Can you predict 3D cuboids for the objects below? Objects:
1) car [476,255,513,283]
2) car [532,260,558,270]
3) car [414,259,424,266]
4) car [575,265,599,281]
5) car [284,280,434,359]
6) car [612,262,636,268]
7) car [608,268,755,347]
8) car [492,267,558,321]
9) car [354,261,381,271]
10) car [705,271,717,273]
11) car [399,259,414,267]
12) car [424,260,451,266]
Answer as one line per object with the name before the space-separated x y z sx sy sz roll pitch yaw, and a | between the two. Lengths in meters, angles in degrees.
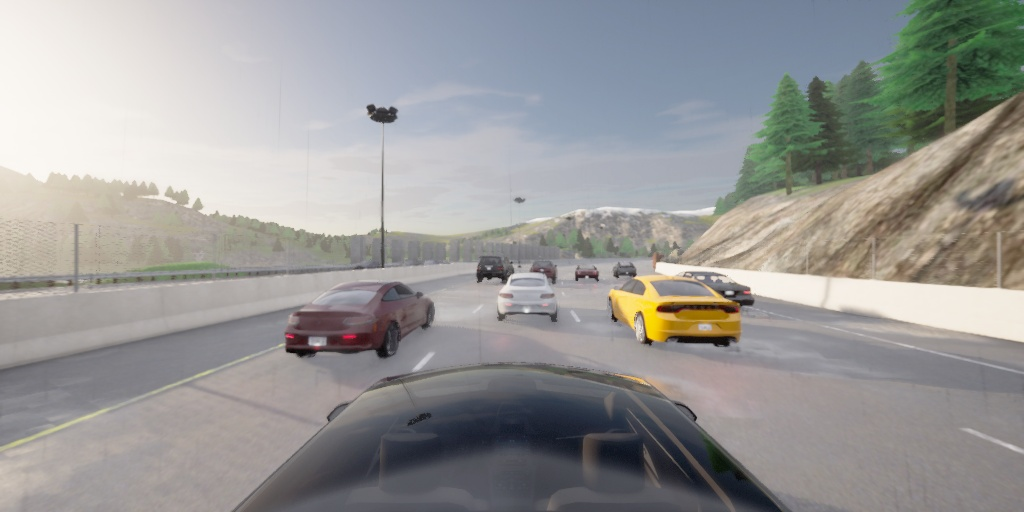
car | -1.219 0.981 27.917 2.150 2.045 5.566 0 0 9
car | 2.675 1.122 29.824 2.097 1.767 4.553 0 0 10
car | -11.138 1.269 49.353 1.812 1.442 4.674 0 0 15
car | 6.328 1.381 30.578 1.895 1.301 4.718 0 0 10
car | -3.183 1.270 8.327 1.812 1.442 4.674 0 0 2
car | 10.484 1.284 33.536 2.128 1.511 4.902 0 0 11
car | 3.892 1.242 9.486 1.882 1.535 5.008 0 0 3
car | 0.565 1.282 12.359 1.812 1.442 4.674 0 0 4
car | -18.868 1.287 47.312 1.994 1.385 4.181 0 0 14
car | 7.740 1.324 14.893 2.033 1.411 5.357 0 0 5
car | -14.239 1.229 51.230 2.128 1.511 4.902 0 0 16
car | -8.708 1.348 44.802 1.895 1.301 4.718 0 0 14
